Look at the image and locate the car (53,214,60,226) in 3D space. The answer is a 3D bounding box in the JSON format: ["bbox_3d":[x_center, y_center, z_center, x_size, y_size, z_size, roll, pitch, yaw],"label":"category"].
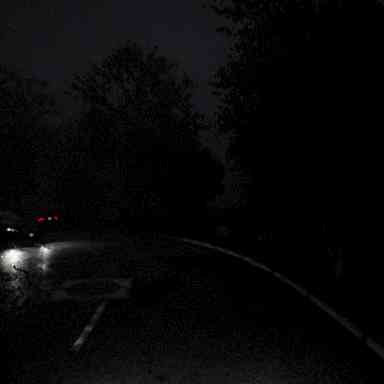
[{"bbox_3d":[-10.595,1.587,19.710,5.357,1.411,2.033,0,-1,15],"label":"car"}]

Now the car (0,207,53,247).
[{"bbox_3d":[-8.720,1.513,14.899,4.674,1.442,1.812,0,-1,27],"label":"car"}]
